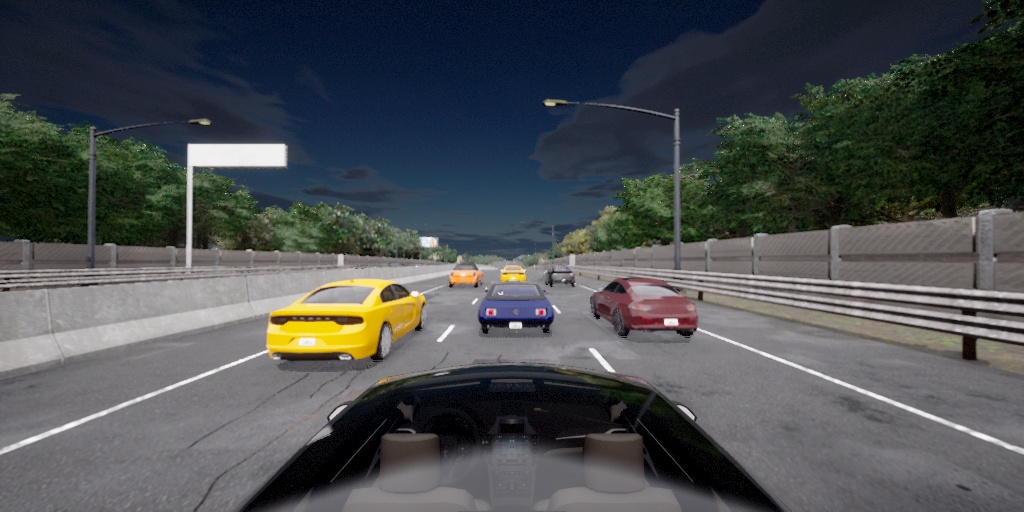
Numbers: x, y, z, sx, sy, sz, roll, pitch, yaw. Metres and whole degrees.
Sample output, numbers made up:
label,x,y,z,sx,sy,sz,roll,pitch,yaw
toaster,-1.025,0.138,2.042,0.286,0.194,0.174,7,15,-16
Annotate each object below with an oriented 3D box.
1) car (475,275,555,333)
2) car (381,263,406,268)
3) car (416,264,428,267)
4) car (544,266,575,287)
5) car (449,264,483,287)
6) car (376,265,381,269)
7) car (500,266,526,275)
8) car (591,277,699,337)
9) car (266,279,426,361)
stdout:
label,x,y,z,sx,sy,sz,roll,pitch,yaw
car,0.102,1.427,10.992,1.895,1.301,4.718,0,-1,0
car,-17.569,1.826,54.233,2.097,1.767,4.553,0,-1,0
car,-14.060,2.005,55.440,1.837,1.490,4.892,0,-2,0
car,3.598,1.534,27.519,2.128,1.511,4.902,0,-1,0
car,-3.405,1.390,27.353,2.097,1.767,4.553,0,-1,0
car,-21.019,1.936,59.924,2.097,1.767,4.553,0,-1,0
car,0.096,1.543,29.035,1.882,1.535,5.008,0,-1,0
car,3.599,1.345,10.409,1.812,1.442,4.674,0,0,0
car,-3.402,1.279,8.431,1.882,1.535,5.008,0,0,0
